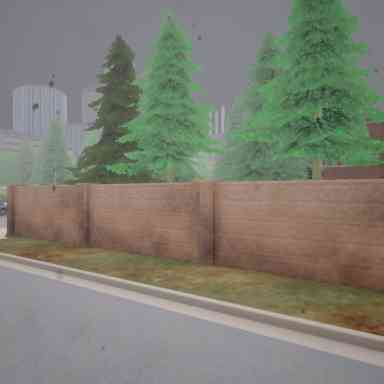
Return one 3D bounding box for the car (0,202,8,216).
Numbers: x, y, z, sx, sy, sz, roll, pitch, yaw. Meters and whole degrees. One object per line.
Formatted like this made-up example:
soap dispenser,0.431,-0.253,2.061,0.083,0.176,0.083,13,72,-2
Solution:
car,-17.472,1.526,33.034,1.812,1.442,4.674,0,0,35
